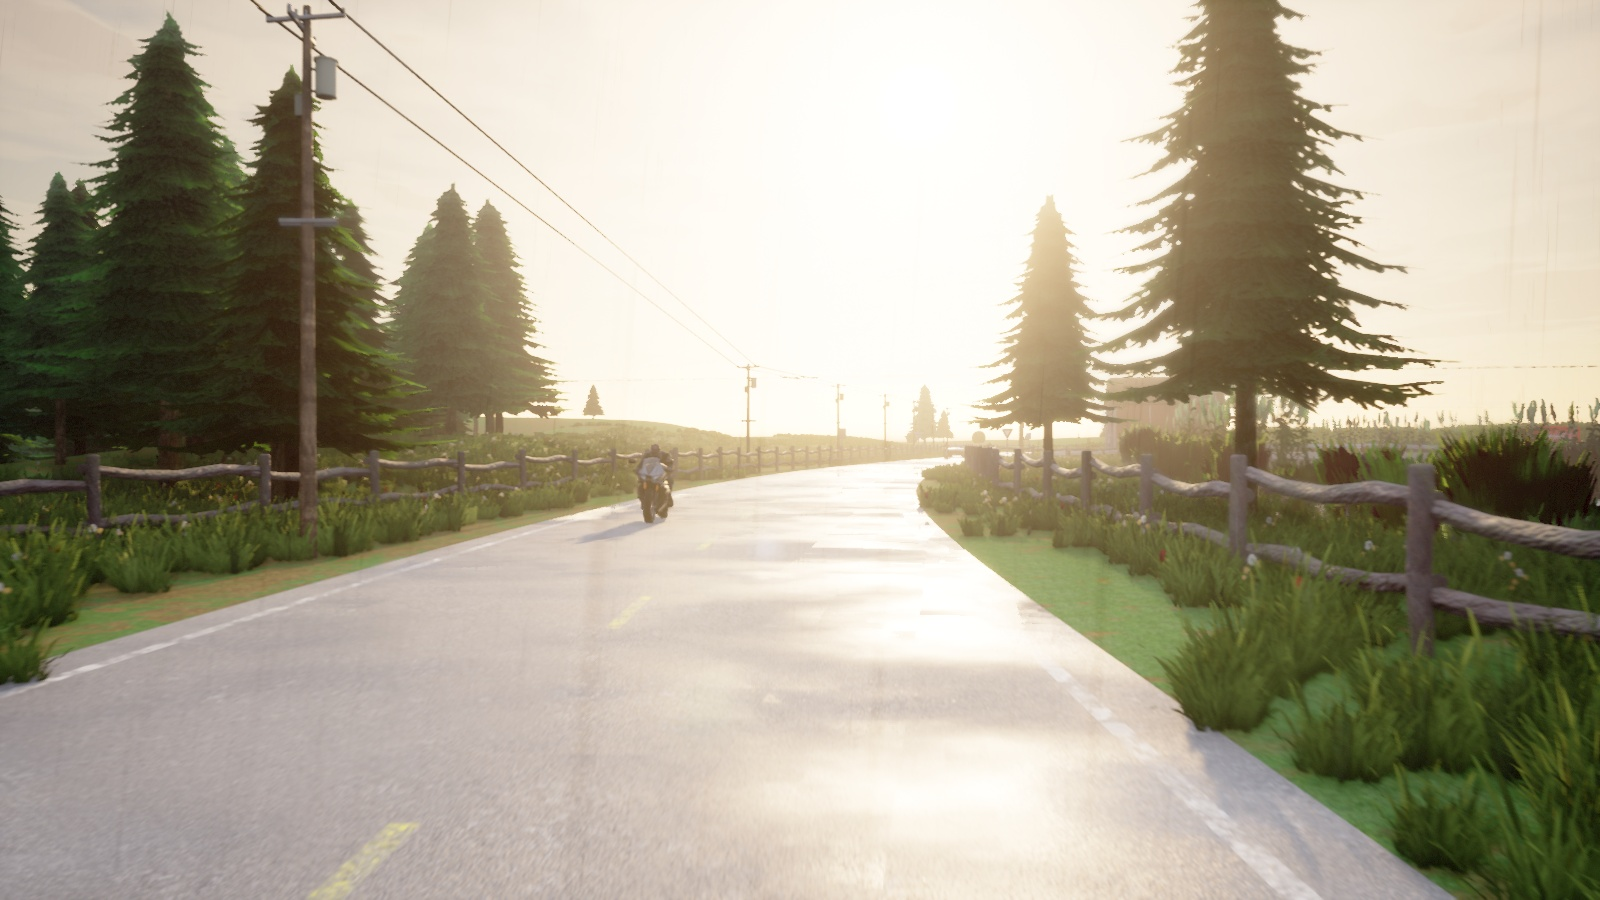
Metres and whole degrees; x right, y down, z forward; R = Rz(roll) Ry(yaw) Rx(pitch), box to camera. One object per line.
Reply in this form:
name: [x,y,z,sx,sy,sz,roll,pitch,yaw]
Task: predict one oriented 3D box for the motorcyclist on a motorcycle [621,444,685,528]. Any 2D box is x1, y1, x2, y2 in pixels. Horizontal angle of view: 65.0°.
motorcyclist on a motorcycle: [-2.766,0.644,23.915,0.866,1.530,2.191,0,0,3]
